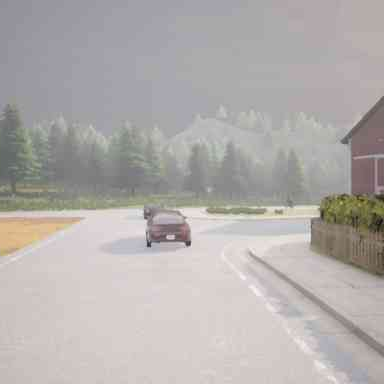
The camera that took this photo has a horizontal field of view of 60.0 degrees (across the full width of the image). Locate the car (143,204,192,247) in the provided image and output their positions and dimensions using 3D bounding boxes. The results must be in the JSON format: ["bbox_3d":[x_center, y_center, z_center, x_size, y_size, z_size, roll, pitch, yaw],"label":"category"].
[{"bbox_3d":[-1.145,1.521,14.853,1.812,1.442,4.674,0,0,-9],"label":"car"}]

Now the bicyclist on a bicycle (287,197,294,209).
[{"bbox_3d":[12.863,1.438,44.020,0.582,1.620,1.656,0,-1,-25],"label":"bicyclist on a bicycle"}]
